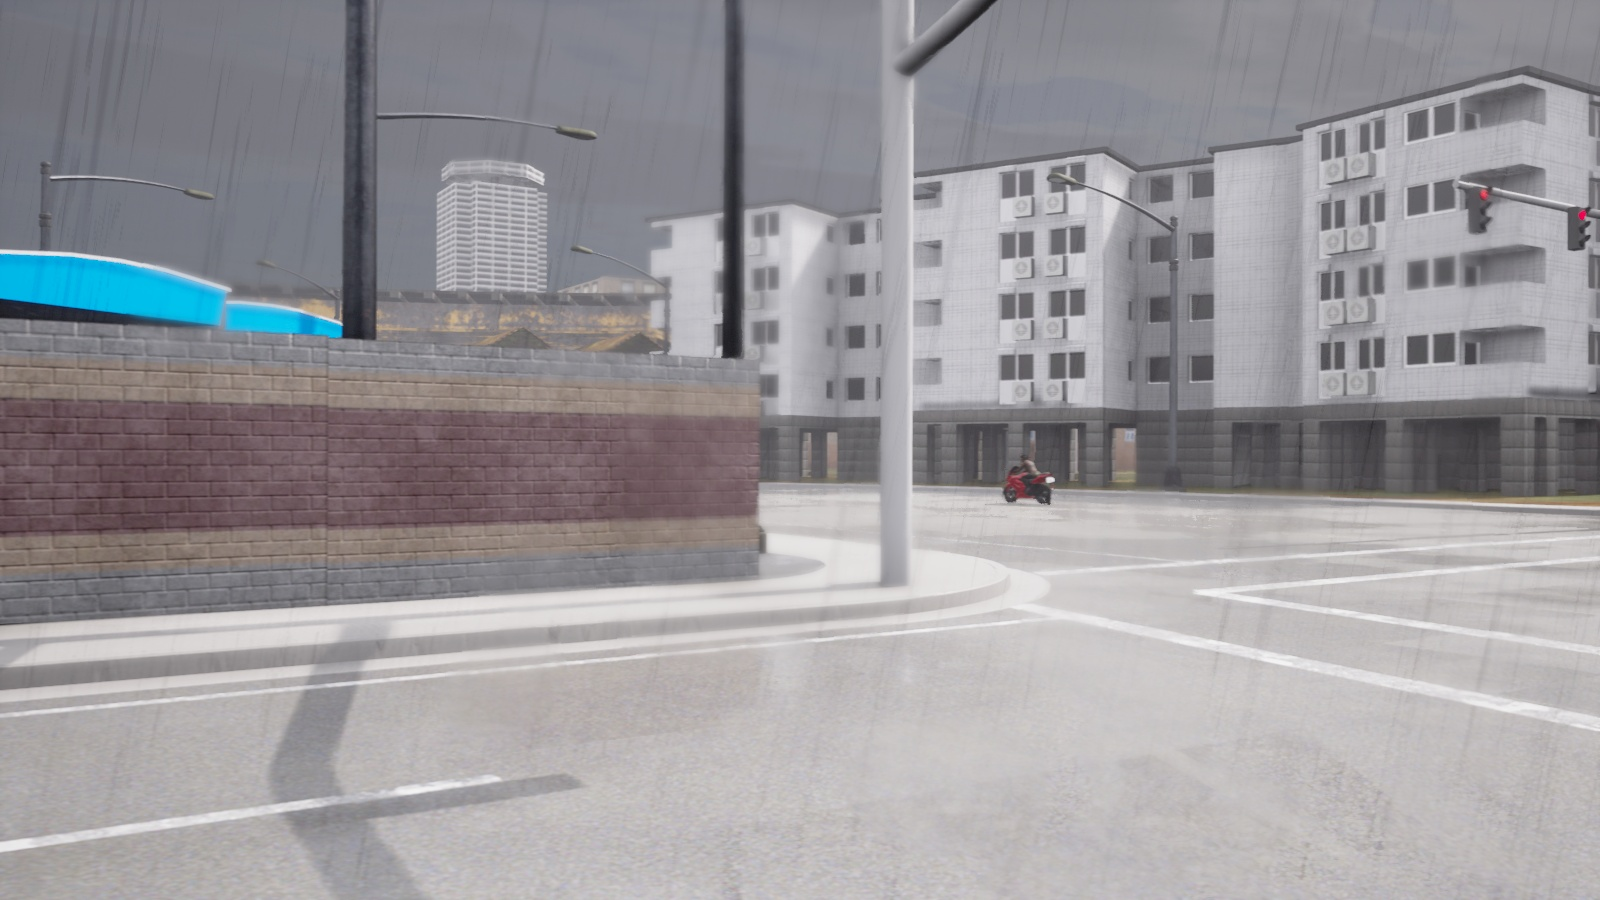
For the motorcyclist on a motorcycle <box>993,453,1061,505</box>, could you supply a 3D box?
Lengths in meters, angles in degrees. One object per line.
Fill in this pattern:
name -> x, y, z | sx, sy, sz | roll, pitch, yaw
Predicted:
motorcyclist on a motorcycle -> 6.850, 0.864, 38.032 | 0.797, 1.523, 2.044 | 0, 0, -35
